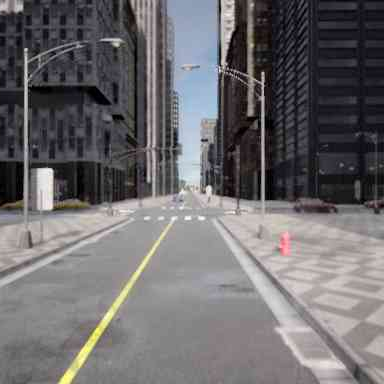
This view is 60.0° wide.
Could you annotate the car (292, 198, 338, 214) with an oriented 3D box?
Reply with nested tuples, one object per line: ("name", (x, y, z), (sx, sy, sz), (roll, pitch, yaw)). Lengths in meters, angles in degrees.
("car", (11.911, 1.340, 32.181), (4.097, 1.590, 1.967), (0, 0, 0))

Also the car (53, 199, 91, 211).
("car", (-14.997, 1.512, 40.882), (4.829, 1.417, 1.752), (0, 0, 0))

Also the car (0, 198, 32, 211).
("car", (-20.598, 1.527, 40.919), (4.829, 1.417, 1.752), (0, 0, 0))

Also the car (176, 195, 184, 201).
("car", (-2.961, 1.461, 83.543), (1.895, 1.301, 4.718), (0, 0, 0))

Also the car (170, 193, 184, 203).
("car", (-2.970, 1.383, 68.050), (1.882, 1.535, 5.008), (0, 0, 0))

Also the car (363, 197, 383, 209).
("car", (23.165, 1.328, 40.632), (4.097, 1.590, 1.967), (0, 0, 0))
